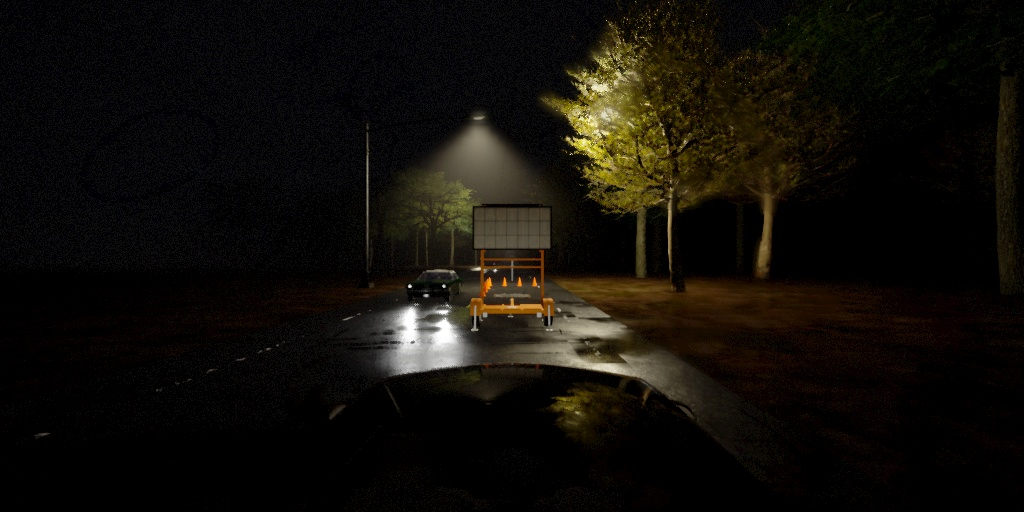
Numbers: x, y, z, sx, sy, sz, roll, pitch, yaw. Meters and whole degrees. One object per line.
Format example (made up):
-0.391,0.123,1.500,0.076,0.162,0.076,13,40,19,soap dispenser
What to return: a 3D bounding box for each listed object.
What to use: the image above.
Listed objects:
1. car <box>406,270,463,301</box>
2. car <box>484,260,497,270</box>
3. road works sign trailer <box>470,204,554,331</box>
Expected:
-3.599,1.359,17.290,1.895,1.301,4.718,0,0,0,car
-3.581,1.314,58.907,2.097,1.767,4.553,0,0,0,car
0.009,0.218,11.000,2.380,3.560,2.880,0,0,0,road works sign trailer
